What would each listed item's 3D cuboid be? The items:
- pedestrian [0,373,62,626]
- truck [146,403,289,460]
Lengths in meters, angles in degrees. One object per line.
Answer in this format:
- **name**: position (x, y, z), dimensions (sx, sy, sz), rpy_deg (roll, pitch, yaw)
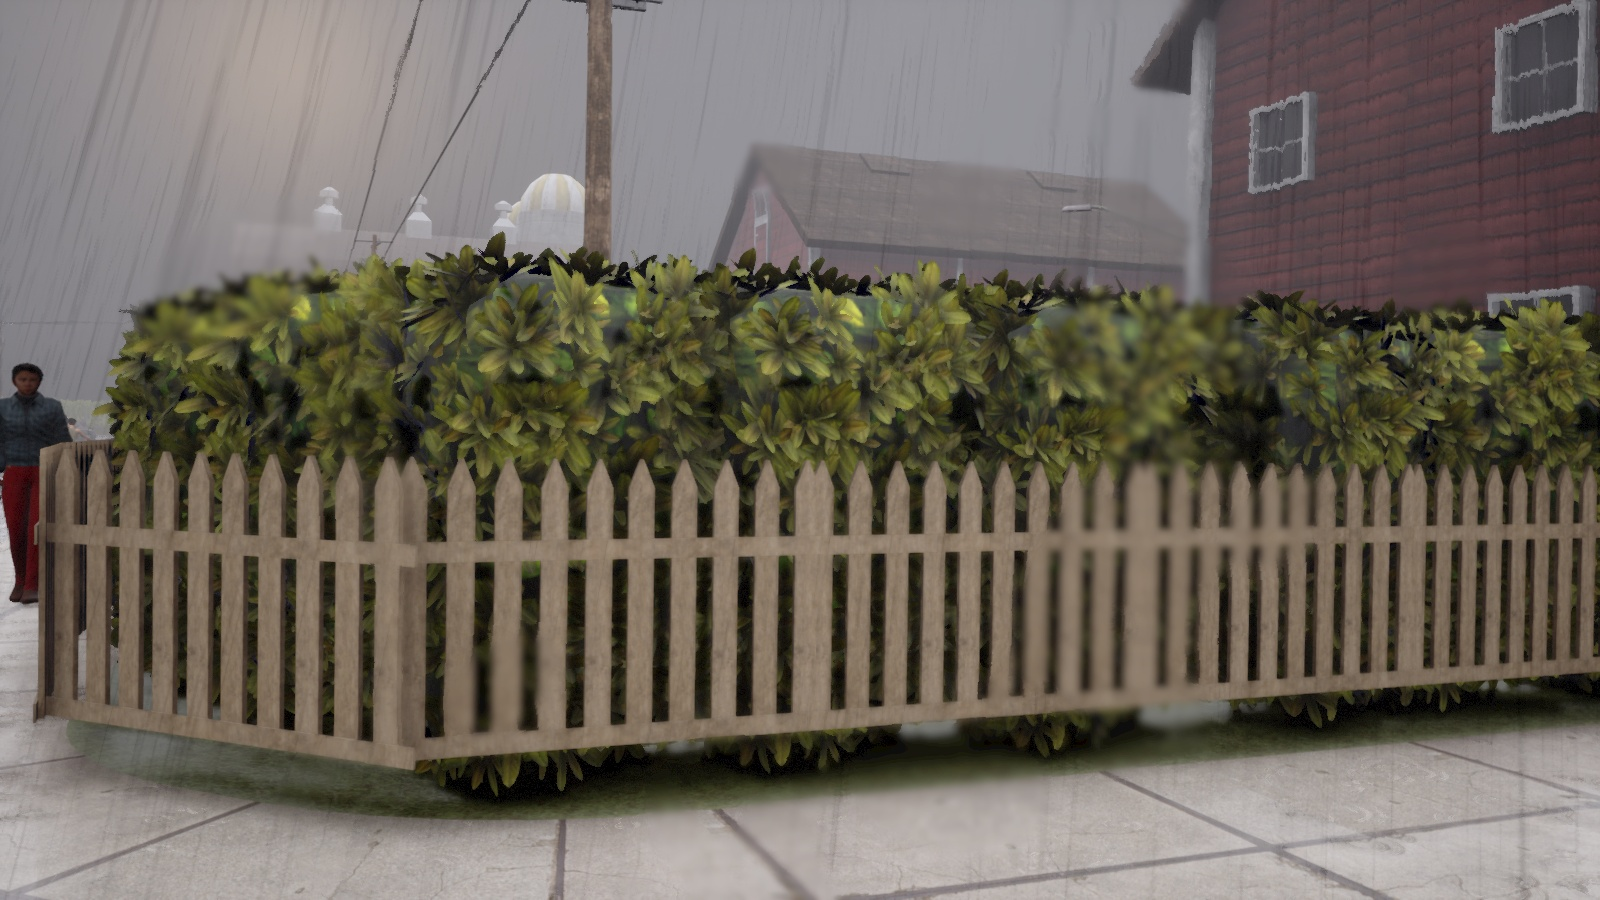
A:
- **pedestrian**: position (-5.815, 0.356, 9.488), dimensions (0.353, 1.847, 0.614), rpy_deg (-1, 1, -27)
- **truck**: position (-36.773, -1.172, 79.398), dimensions (7.936, 3.462, 2.891), rpy_deg (0, 1, 11)
